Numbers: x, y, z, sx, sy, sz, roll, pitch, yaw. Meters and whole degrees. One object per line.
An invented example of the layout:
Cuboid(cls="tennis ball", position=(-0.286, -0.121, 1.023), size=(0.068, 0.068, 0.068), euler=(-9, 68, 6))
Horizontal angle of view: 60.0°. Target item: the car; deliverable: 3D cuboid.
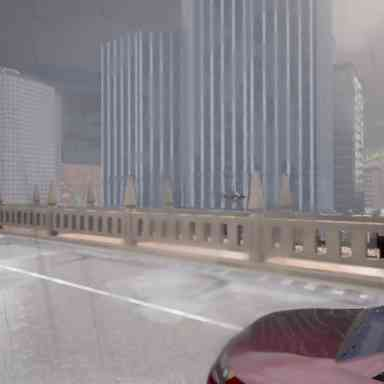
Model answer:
Cuboid(cls="car", position=(2.158, 1.564, 2.479), size=(4.181, 1.385, 1.994), euler=(0, 0, 35))
